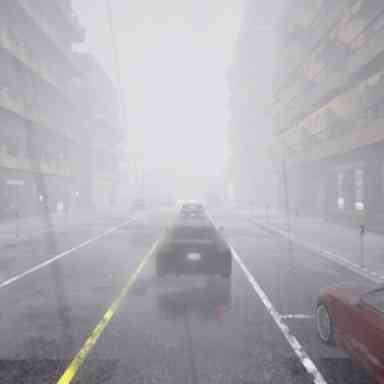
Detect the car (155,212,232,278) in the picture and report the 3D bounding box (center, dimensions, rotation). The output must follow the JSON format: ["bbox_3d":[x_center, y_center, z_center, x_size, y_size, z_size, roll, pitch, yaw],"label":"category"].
[{"bbox_3d":[0.061,1.506,9.964,1.994,1.385,4.181,0,0,0],"label":"car"}]

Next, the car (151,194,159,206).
[{"bbox_3d":[-5.639,1.345,42.140,1.802,1.307,4.206,1,0,0],"label":"car"}]

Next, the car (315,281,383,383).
[{"bbox_3d":[2.705,1.563,3.409,1.802,1.307,4.206,1,0,0],"label":"car"}]

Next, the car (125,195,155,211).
[{"bbox_3d":[-5.639,1.345,36.599,2.008,1.369,4.403,1,0,0],"label":"car"}]

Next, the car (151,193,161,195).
[{"bbox_3d":[-5.638,1.298,47.679,1.947,1.339,4.313,1,0,0],"label":"car"}]

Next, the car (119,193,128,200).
[{"bbox_3d":[-16.482,1.070,75.867,4.097,1.590,1.967,0,-1,0],"label":"car"}]

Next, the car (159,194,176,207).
[{"bbox_3d":[-3.082,1.296,44.765,2.033,1.411,5.357,0,0,0],"label":"car"}]

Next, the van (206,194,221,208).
[{"bbox_3d":[2.713,1.104,42.190,1.690,1.788,3.998,1,0,0],"label":"van"}]

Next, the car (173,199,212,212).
[{"bbox_3d":[0.045,1.419,22.944,2.033,1.411,5.357,0,0,1],"label":"car"}]

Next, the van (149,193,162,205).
[{"bbox_3d":[-5.803,1.042,53.219,1.690,1.788,3.998,1,0,0],"label":"van"}]
